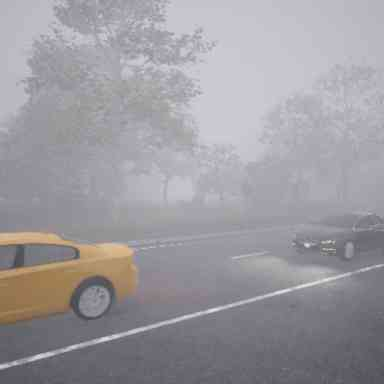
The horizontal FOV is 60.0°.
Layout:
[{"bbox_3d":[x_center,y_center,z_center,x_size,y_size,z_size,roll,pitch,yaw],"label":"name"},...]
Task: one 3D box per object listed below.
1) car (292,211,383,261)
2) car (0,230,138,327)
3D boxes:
[{"bbox_3d":[5.722,1.486,12.247,4.892,1.490,1.837,0,0,-35],"label":"car"},{"bbox_3d":[-3.409,1.477,5.752,5.008,1.535,1.882,0,0,-35],"label":"car"}]
